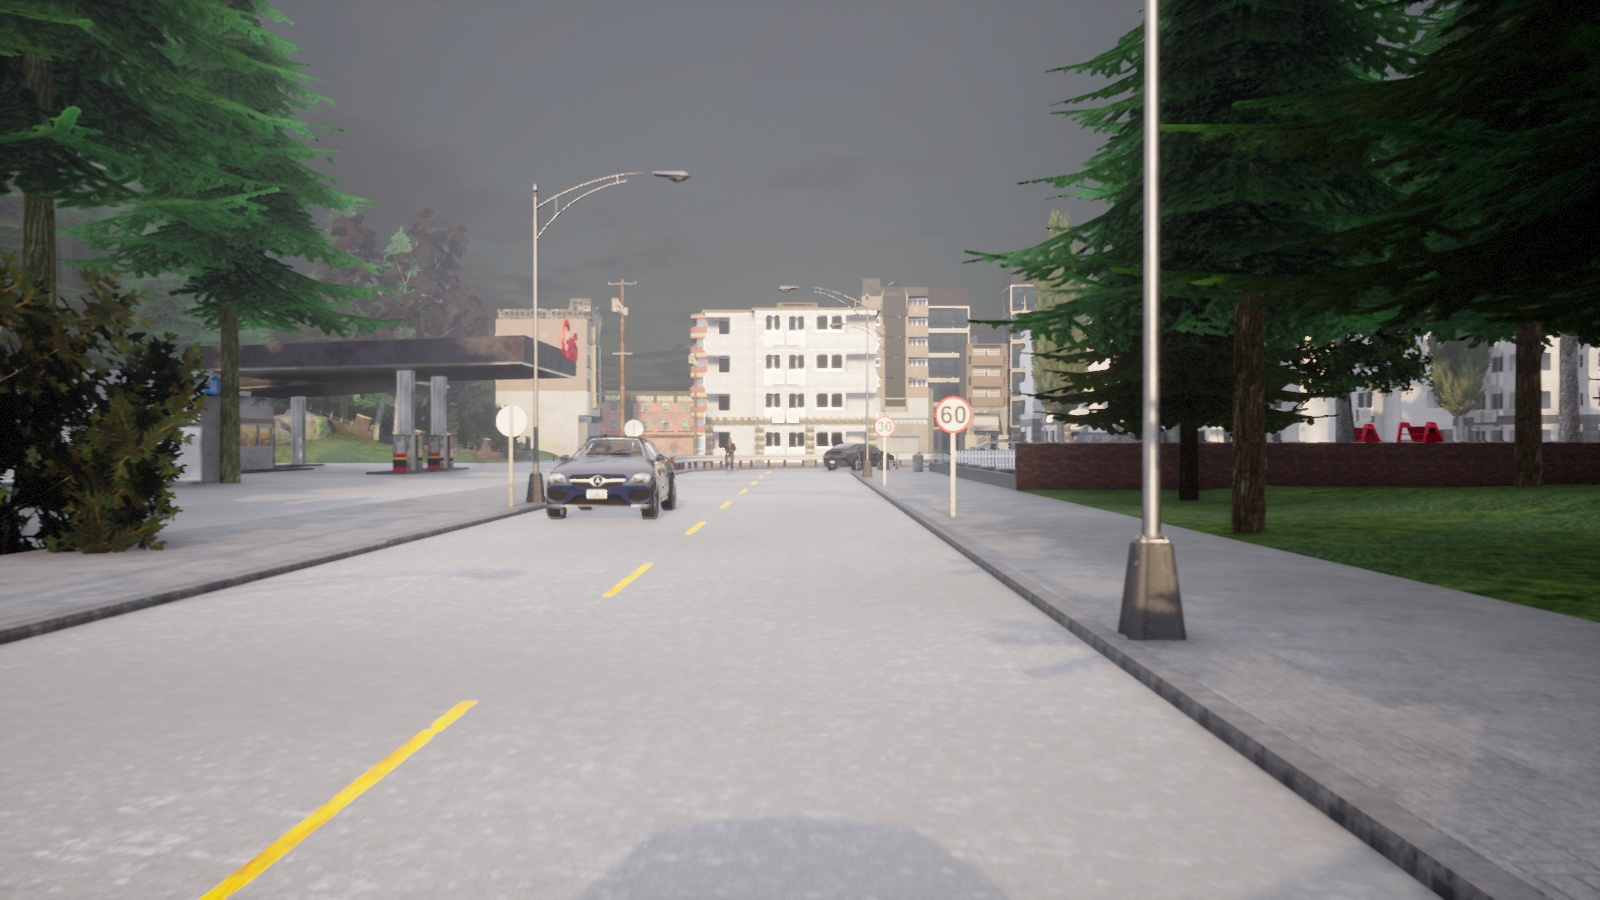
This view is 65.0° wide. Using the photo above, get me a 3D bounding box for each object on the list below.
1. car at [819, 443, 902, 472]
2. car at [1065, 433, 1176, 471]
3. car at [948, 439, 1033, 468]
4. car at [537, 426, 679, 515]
[{"bbox_3d":[3.273,0.378,66.978,1.837,1.490,4.892,-1,0,39],"label":"car"},{"bbox_3d":[17.591,0.089,69.120,5.566,2.045,2.150,0,0,1],"label":"car"},{"bbox_3d":[11.052,0.188,73.127,4.611,1.667,2.242,0,0,0],"label":"car"},{"bbox_3d":[-3.848,0.376,26.044,2.152,1.651,5.027,0,0,0],"label":"car"}]
